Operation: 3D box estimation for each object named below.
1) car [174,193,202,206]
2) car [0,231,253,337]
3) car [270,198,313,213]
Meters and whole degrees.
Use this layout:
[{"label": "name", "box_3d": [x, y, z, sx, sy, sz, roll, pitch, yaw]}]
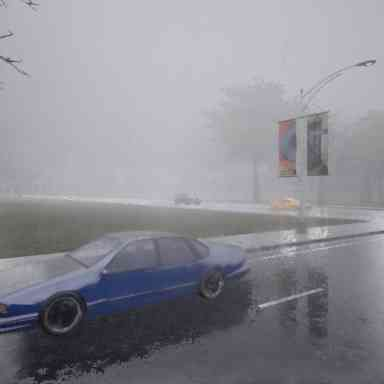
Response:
[{"label": "car", "box_3d": [-0.770, 1.148, 53.660, 2.150, 2.045, 5.566, 0, 0, -36]}, {"label": "car", "box_3d": [-1.168, 1.548, 6.842, 5.357, 1.411, 2.033, 0, 0, -35]}, {"label": "car", "box_3d": [11.111, 1.464, 37.356, 1.882, 1.535, 5.008, 0, 0, -36]}]
